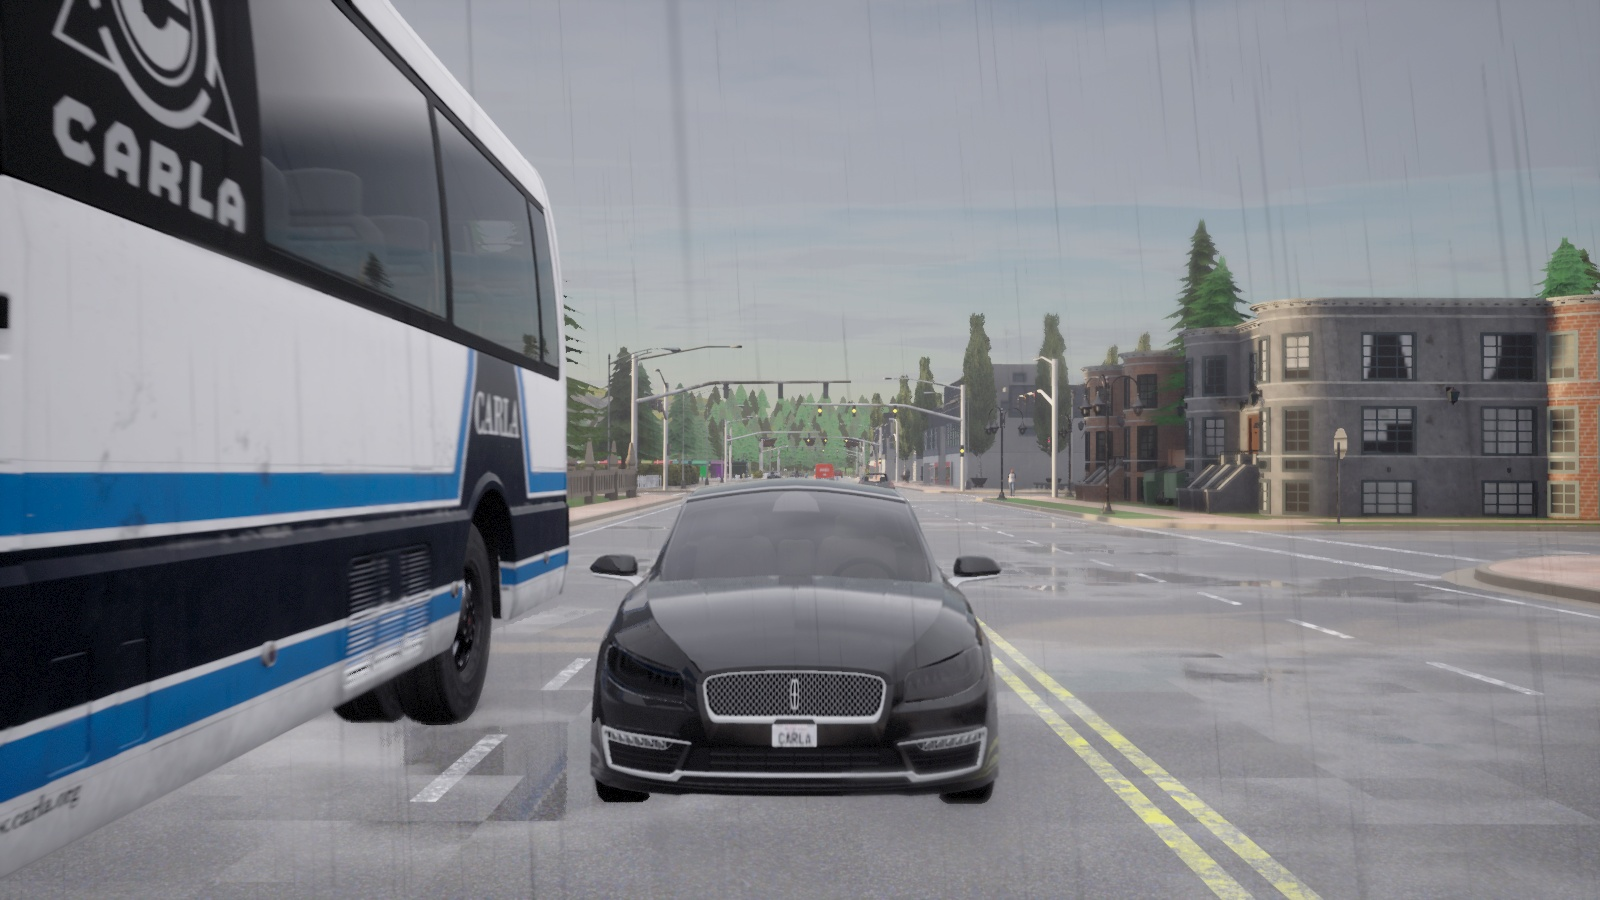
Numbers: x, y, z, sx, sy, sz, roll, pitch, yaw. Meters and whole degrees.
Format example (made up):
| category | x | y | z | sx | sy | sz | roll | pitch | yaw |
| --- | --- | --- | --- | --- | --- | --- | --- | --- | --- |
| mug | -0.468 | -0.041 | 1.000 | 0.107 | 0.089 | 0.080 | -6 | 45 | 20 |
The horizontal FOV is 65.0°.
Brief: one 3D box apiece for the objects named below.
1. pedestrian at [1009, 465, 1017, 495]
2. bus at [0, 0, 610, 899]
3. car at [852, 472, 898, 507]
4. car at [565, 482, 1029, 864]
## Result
| category | x | y | z | sx | sy | sz | roll | pitch | yaw |
| --- | --- | --- | --- | --- | --- | --- | --- | --- | --- |
| pedestrian | 12.934 | 1.827 | 76.160 | 0.354 | 1.836 | 0.706 | 0 | -1 | 2 |
| bus | -3.518 | -0.461 | 5.154 | 3.944 | 4.253 | 10.273 | 0 | -1 | 0 |
| car | 3.367 | 1.768 | 56.902 | 1.845 | 1.501 | 3.633 | 0 | -1 | 0 |
| car | -0.017 | 0.945 | 7.438 | 1.837 | 1.490 | 4.892 | 0 | -1 | 0 |
